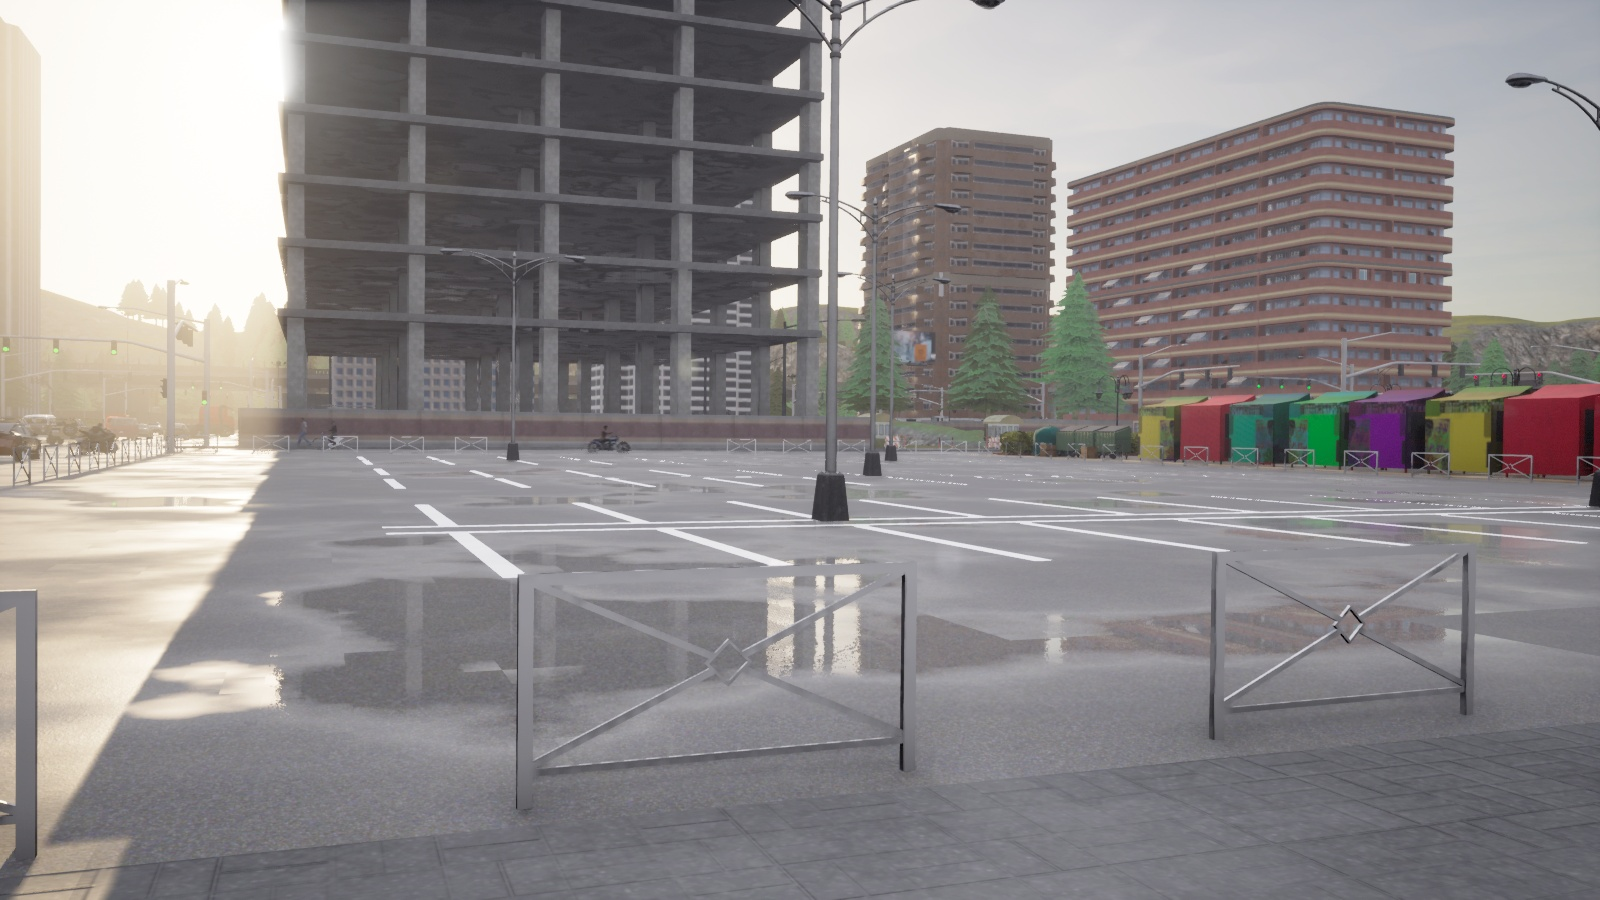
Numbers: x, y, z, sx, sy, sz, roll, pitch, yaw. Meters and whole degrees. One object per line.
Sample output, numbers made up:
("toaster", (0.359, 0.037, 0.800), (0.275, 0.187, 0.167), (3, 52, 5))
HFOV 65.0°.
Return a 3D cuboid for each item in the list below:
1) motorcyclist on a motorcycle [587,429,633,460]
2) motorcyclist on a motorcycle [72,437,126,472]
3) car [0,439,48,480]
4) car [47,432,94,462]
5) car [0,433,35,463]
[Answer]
("motorcyclist on a motorcycle", (-10.427, -0.317, 68.981), (2.350, 1.649, 0.766), (-1, 1, -21))
("motorcyclist on a motorcycle", (-32.327, 0.208, 57.971), (0.866, 1.530, 2.191), (2, 2, 17))
("car", (-30.982, 0.338, 48.852), (2.163, 1.488, 4.792), (-1, 1, -21))
("car", (-47.761, -0.208, 82.297), (1.932, 1.855, 4.605), (-1, 1, -21))
("car", (-51.124, -0.155, 81.270), (1.932, 1.855, 4.605), (-1, 1, -21))
